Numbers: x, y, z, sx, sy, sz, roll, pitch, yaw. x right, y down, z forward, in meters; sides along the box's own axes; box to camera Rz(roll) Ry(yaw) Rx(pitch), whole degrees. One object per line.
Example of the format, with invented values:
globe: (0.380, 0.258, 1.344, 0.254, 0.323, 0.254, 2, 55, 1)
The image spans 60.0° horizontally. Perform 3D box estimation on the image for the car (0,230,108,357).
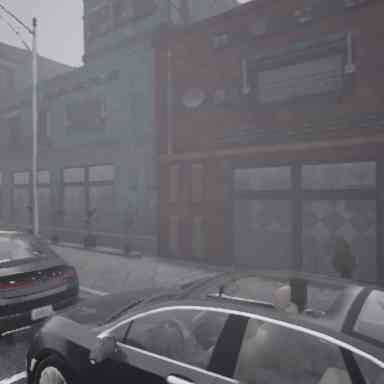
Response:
car: (-4.125, 1.452, 6.195, 4.892, 1.521, 2.231, 0, 0, 36)
